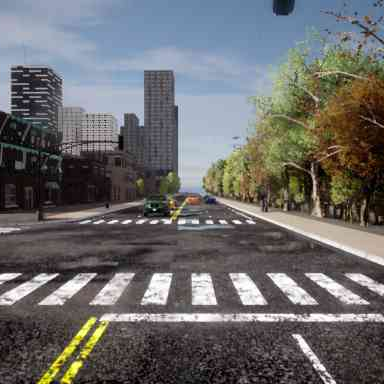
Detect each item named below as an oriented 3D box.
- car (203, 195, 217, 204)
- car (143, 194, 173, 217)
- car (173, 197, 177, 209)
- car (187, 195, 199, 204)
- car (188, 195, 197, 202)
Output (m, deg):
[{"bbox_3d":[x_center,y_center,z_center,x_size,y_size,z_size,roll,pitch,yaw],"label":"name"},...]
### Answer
[{"bbox_3d":[3.435,1.541,60.536,1.994,1.385,4.181,0,0,0],"label":"car"},{"bbox_3d":[-3.296,1.211,32.094,2.150,2.045,5.566,0,0,0],"label":"car"},{"bbox_3d":[-3.277,1.463,42.276,1.882,1.535,5.008,0,0,0],"label":"car"},{"bbox_3d":[0.189,1.329,60.881,2.097,1.767,4.553,0,0,0],"label":"car"},{"bbox_3d":[0.119,1.448,72.852,1.882,1.535,5.008,0,0,0],"label":"car"}]
